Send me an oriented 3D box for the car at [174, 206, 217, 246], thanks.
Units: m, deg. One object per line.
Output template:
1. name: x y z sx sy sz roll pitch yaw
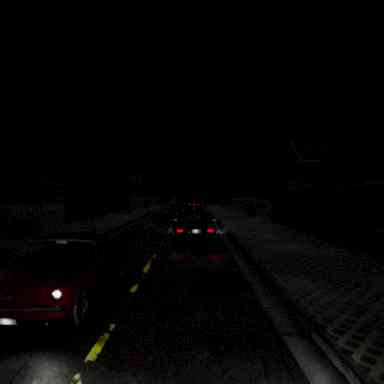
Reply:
1. car: 0.144 1.573 15.340 2.033 1.411 5.357 0 0 0

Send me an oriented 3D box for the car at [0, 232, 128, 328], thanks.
1. car: -2.731 1.609 7.108 1.895 1.301 4.718 0 0 0

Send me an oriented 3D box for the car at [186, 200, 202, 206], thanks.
1. car: 0.238 1.639 39.152 2.128 1.511 4.902 0 0 0
